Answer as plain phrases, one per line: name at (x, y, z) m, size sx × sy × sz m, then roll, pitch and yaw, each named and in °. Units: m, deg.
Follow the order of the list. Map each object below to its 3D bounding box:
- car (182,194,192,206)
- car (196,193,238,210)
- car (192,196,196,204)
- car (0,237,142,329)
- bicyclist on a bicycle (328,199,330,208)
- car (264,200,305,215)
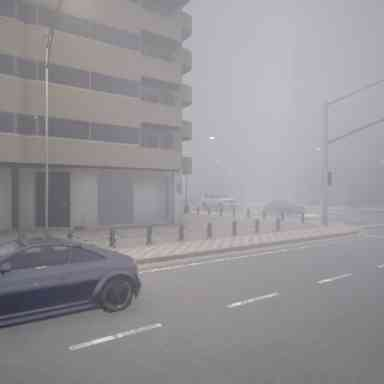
car at (-2.586, 1.435, 50.851) m, size 2.128 × 1.511 × 4.902 m, roll 0°, pitch 0°, yaw -35°
car at (3.348, 1.166, 42.302) m, size 2.150 × 2.045 × 5.566 m, roll 0°, pitch 0°, yaw -35°
car at (-0.697, 1.449, 60.622) m, size 1.837 × 1.490 × 4.892 m, roll 0°, pitch 0°, yaw -34°
car at (-3.059, 1.564, 6.108) m, size 4.181 × 1.385 × 1.994 m, roll 0°, pitch 0°, yaw -35°
bicyclist on a bicycle at (17.404, 1.245, 43.090) m, size 1.656 × 1.620 × 0.582 m, roll 0°, pitch 0°, yaw -35°
car at (9.334, 1.509, 33.803) m, size 1.994 × 1.385 × 4.181 m, roll 0°, pitch 0°, yaw -35°
